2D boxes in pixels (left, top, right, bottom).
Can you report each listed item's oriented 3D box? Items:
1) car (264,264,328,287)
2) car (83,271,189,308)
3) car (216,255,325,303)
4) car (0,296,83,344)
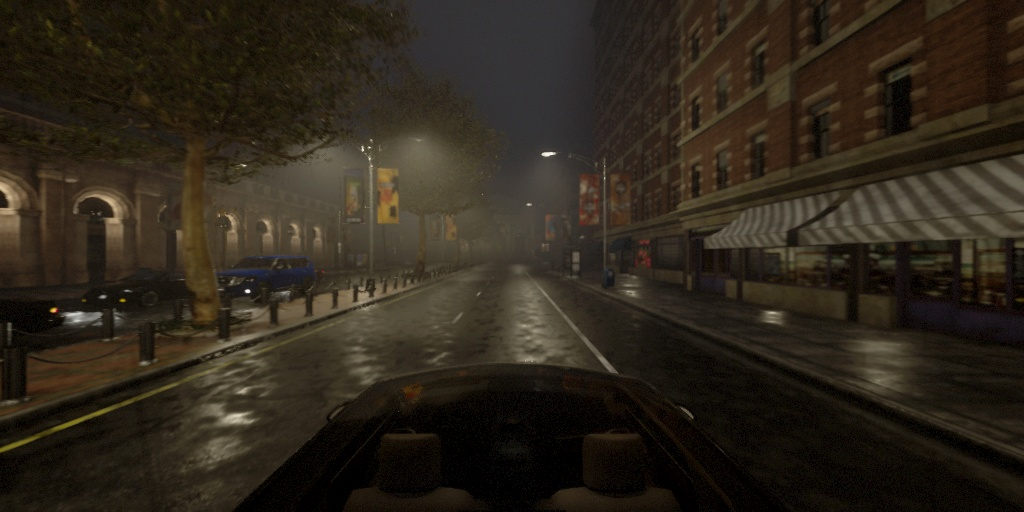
[{"bbox_3d":[-15.008,1.320,25.219,1.994,1.385,4.181,0,0,0],"label":"car"},{"bbox_3d":[-15.005,1.317,15.135,1.994,1.385,4.181,0,0,0],"label":"car"},{"bbox_3d":[-11.505,0.975,16.905,2.150,2.045,5.566,0,0,0],"label":"car"},{"bbox_3d":[-11.533,1.298,6.054,2.033,1.411,5.357,0,0,0],"label":"car"}]
